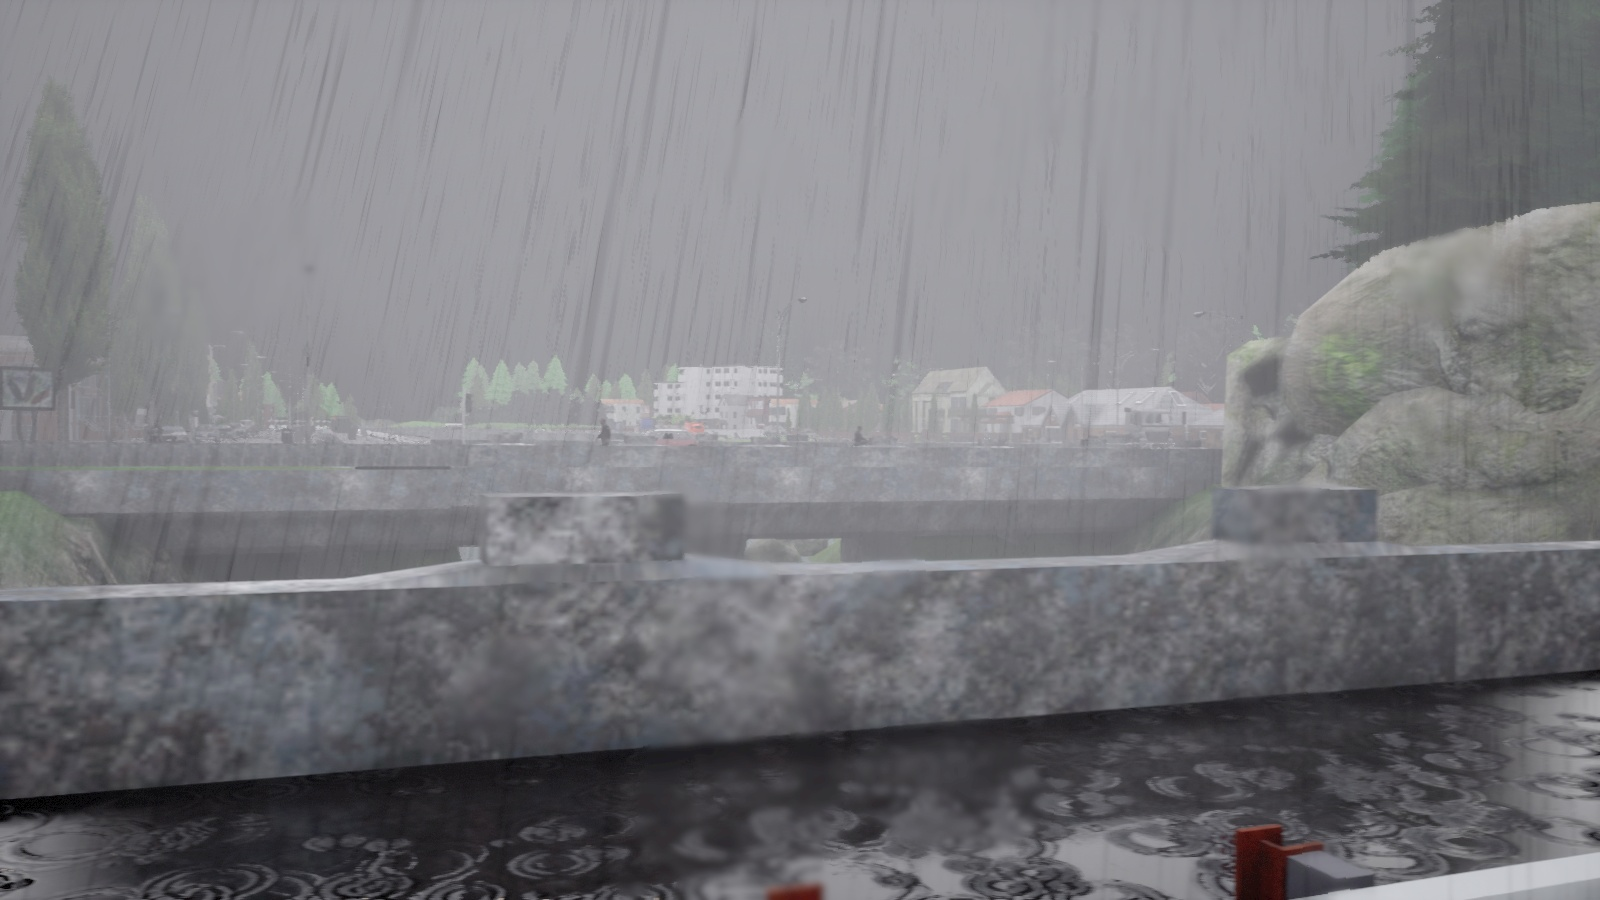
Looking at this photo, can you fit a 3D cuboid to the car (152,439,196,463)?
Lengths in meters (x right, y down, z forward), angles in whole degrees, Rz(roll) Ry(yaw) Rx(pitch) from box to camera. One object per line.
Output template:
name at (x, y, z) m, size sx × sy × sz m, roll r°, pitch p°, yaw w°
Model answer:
car at (-38.462, 0.022, 77.184) m, size 1.994 × 1.385 × 4.181 m, roll -1°, pitch 1°, yaw -21°

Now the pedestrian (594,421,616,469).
pedestrian at (-7.587, -0.205, 48.841) m, size 0.720 × 1.854 × 0.376 m, roll -1°, pitch 1°, yaw -24°

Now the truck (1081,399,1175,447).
truck at (24.807, -2.005, 95.419) m, size 2.891 × 3.462 × 7.936 m, roll -1°, pitch 1°, yaw -21°

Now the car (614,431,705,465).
car at (-6.557, -0.118, 58.515) m, size 3.806 × 1.475 × 1.970 m, roll -1°, pitch 1°, yaw -21°

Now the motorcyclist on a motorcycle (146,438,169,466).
motorcyclist on a motorcycle at (-35.544, 0.087, 69.487) m, size 0.866 × 1.530 × 2.191 m, roll -1°, pitch 1°, yaw -21°
